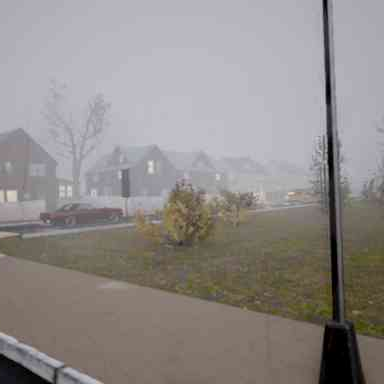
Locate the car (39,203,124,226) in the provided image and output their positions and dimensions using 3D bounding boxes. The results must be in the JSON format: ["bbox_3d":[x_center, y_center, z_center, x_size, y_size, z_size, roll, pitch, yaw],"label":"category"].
[{"bbox_3d":[-6.564,1.331,20.313,1.895,1.301,4.718,-3,-1,43],"label":"car"}]

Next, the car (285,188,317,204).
[{"bbox_3d":[14.091,0.654,42.155,1.882,1.535,5.008,-3,-1,44],"label":"car"}]

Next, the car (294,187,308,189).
[{"bbox_3d":[15.530,0.402,47.769,2.150,2.045,5.566,-3,-1,43],"label":"car"}]
